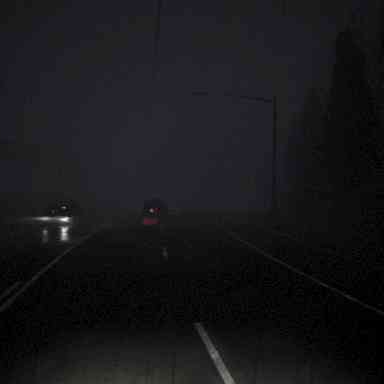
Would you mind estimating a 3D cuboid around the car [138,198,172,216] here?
[{"bbox_3d":[-3.262,1.331,30.340,1.837,1.490,4.892,0,-1,3],"label":"car"}]

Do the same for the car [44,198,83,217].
[{"bbox_3d":[-10.519,1.214,27.658,1.812,1.442,4.674,1,-1,1],"label":"car"}]

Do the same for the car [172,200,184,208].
[{"bbox_3d":[-2.980,2.446,67.868,2.128,1.511,4.902,1,-2,15],"label":"car"}]

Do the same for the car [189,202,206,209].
[{"bbox_3d":[0.938,2.219,54.970,1.895,1.301,4.718,1,-2,15],"label":"car"}]
